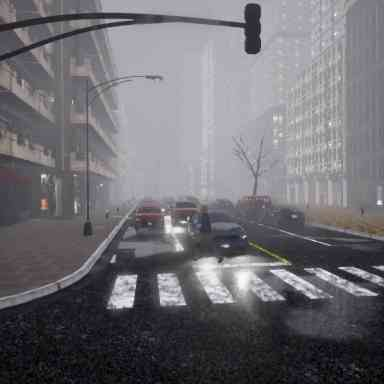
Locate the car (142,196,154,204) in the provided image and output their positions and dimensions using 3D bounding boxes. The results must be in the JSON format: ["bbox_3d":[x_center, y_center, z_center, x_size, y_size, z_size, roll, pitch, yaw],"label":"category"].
[{"bbox_3d":[-7.785,1.374,58.632,1.947,1.339,4.313,0,0,-8],"label":"car"}]

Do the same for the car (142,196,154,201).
[{"bbox_3d":[-4.819,1.421,36.740,1.887,1.381,4.507,0,0,-8],"label":"car"}]

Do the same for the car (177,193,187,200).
[{"bbox_3d":[-2.445,1.145,81.647,1.967,1.590,4.097,0,0,-8],"label":"car"}]

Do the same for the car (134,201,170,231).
[{"bbox_3d":[-2.594,1.477,20.322,1.887,1.381,4.507,0,0,-8],"label":"car"}]

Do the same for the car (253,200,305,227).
[{"bbox_3d":[5.710,1.448,21.446,1.947,1.339,4.313,0,0,-8],"label":"car"}]

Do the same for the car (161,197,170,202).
[{"bbox_3d":[-1.832,1.472,33.999,1.895,1.301,4.718,0,0,-8],"label":"car"}]

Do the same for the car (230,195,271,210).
[{"bbox_3d":[4.969,1.178,26.918,2.192,1.841,5.009,0,0,-8],"label":"car"}]

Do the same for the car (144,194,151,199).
[{"bbox_3d":[-12.233,1.275,91.470,1.887,1.381,4.507,0,0,-8],"label":"car"}]

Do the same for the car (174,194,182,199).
[{"bbox_3d":[-3.928,1.232,92.594,2.008,1.369,4.403,0,0,-8],"label":"car"}]

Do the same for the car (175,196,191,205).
[{"bbox_3d":[-1.582,1.334,55.207,2.033,1.411,5.357,0,0,-8],"label":"car"}]

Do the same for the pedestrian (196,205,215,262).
[{"bbox_3d":[0.416,1.254,10.212,0.375,1.860,0.375,0,0,-8],"label":"pedestrian"}]

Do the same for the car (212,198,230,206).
[{"bbox_3d":[3.486,1.393,37.864,1.947,1.339,4.313,0,0,-8],"label":"car"}]

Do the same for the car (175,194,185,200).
[{"bbox_3d":[-3.186,1.244,87.120,2.008,1.369,4.403,0,0,-8],"label":"car"}]

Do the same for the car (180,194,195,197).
[{"bbox_3d":[-0.172,1.296,45.134,1.882,1.535,5.008,0,0,-7],"label":"car"}]

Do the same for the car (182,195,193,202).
[{"bbox_3d":[-0.963,1.296,70.702,1.947,1.339,4.313,0,0,-8],"label":"car"}]

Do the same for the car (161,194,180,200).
[{"bbox_3d":[-3.188,1.329,44.310,2.128,1.511,4.902,0,0,-7],"label":"car"}]

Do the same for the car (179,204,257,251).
[{"bbox_3d":[0.837,1.488,14.247,2.033,1.411,5.357,0,0,-8],"label":"car"}]

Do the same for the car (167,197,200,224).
[{"bbox_3d":[-0.500,1.382,24.131,1.882,1.535,5.008,0,0,-8],"label":"car"}]

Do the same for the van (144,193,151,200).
[{"bbox_3d":[-11.492,1.083,85.996,1.690,1.788,3.998,0,0,-8],"label":"van"}]

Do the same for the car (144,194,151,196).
[{"bbox_3d":[-6.278,1.367,47.517,1.752,1.417,4.829,0,0,-8],"label":"car"}]
